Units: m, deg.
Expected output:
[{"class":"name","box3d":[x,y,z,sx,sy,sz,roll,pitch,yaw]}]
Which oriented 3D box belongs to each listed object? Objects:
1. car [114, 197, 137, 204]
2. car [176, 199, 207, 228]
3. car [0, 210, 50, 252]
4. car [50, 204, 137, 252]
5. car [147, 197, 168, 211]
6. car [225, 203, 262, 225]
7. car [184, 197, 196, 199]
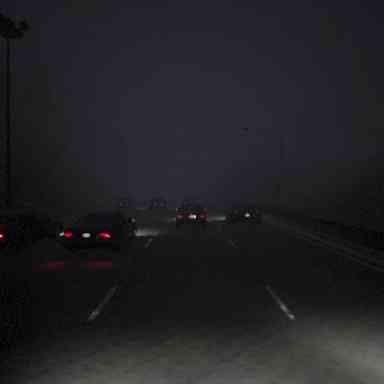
[{"class":"car","box3d":[-7.246,1.280,36.272,2.033,1.411,5.357,0,0,-1]},{"class":"car","box3d":[-0.060,1.393,20.873,2.033,1.411,5.357,0,0,-1]},{"class":"car","box3d":[-6.973,1.448,13.338,2.033,1.411,5.357,0,0,-1]},{"class":"car","box3d":[-3.474,1.448,13.355,2.033,1.411,5.357,0,0,-1]},{"class":"car","box3d":[-3.746,1.280,36.296,2.033,1.411,5.357,0,0,-1]},{"class":"car","box3d":[3.418,1.397,22.656,1.994,1.385,4.181,0,0,-1]},{"class":"car","box3d":[-0.302,1.304,40.301,1.895,1.301,4.718,0,0,-1]}]
